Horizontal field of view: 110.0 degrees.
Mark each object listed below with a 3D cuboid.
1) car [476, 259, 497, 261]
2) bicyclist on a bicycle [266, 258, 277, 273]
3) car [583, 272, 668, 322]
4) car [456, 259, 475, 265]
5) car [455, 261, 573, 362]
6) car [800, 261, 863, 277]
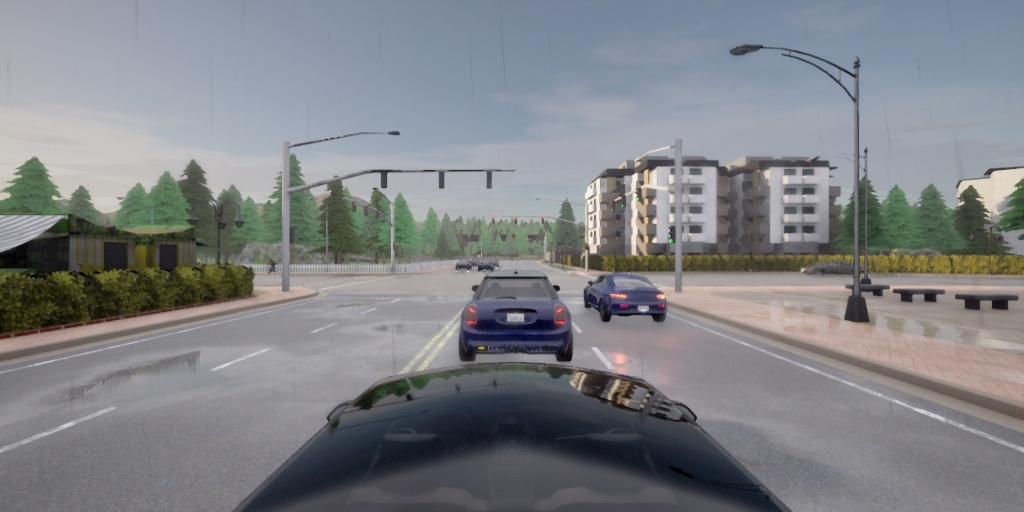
[{"bbox_3d":[-3.344,1.344,46.544,1.895,1.301,4.718,0,0,0],"label":"car"},{"bbox_3d":[-25.594,1.047,38.175,0.582,1.620,1.656,0,0,-1],"label":"bicyclist on a bicycle"},{"bbox_3d":[3.645,1.274,12.113,1.812,1.442,4.674,0,0,1],"label":"car"},{"bbox_3d":[-6.802,1.220,50.920,1.882,1.535,5.008,0,0,0],"label":"car"},{"bbox_3d":[0.092,1.101,8.403,2.097,1.767,4.553,0,0,1],"label":"car"},{"bbox_3d":[30.970,1.236,34.883,4.902,1.511,2.128,0,0,8],"label":"car"}]
